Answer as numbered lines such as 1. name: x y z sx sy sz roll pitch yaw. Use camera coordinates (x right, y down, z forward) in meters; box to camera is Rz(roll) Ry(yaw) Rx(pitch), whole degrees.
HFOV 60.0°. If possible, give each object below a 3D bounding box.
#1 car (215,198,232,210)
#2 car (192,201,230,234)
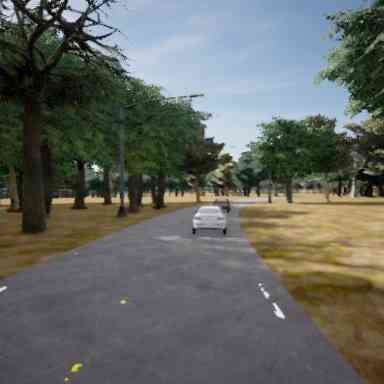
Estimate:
1. car: 3.452 1.411 37.639 2.128 1.511 4.902 0 0 10
2. car: 1.051 1.496 19.098 1.812 1.442 4.674 0 0 5
